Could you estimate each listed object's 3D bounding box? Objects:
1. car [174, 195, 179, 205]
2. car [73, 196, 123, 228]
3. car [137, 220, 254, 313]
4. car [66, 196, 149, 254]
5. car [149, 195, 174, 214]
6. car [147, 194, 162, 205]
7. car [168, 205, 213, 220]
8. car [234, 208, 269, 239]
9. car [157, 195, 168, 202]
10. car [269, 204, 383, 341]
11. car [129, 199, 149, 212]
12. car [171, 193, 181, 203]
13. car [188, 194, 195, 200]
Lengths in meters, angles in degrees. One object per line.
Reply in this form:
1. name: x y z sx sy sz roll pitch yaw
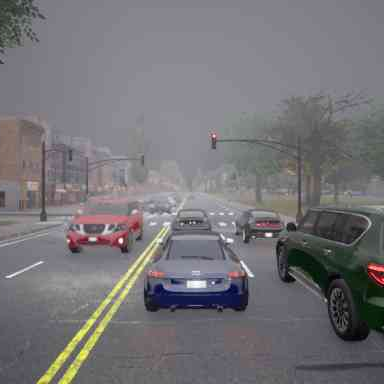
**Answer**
1. car: -3.445 1.593 51.043 1.812 1.442 4.674 0 0 0
2. car: -6.649 1.342 24.276 2.150 2.045 5.566 0 0 0
3. car: 0.065 1.583 7.787 1.994 1.385 4.181 0 0 0
4. car: -3.376 1.283 14.087 2.150 2.045 5.566 0 -1 0
5. car: -3.421 1.485 37.144 2.097 1.767 4.553 0 0 0
6. car: -6.691 1.342 60.085 2.097 1.767 4.553 0 1 0
7. car: 0.008 1.582 16.675 1.837 1.490 4.892 0 0 1
8. car: 3.262 1.581 16.503 1.837 1.490 4.892 0 0 0
9. car: -6.650 1.397 75.589 1.994 1.385 4.181 0 0 0
10. car: 3.314 1.235 6.641 2.150 2.045 5.566 0 0 0
11. car: -6.695 1.643 42.641 1.812 1.442 4.674 0 0 1
12. car: -3.392 1.146 67.051 2.150 2.045 5.566 0 1 0
13. car: -0.167 1.304 84.399 2.128 1.511 4.902 0 0 0
